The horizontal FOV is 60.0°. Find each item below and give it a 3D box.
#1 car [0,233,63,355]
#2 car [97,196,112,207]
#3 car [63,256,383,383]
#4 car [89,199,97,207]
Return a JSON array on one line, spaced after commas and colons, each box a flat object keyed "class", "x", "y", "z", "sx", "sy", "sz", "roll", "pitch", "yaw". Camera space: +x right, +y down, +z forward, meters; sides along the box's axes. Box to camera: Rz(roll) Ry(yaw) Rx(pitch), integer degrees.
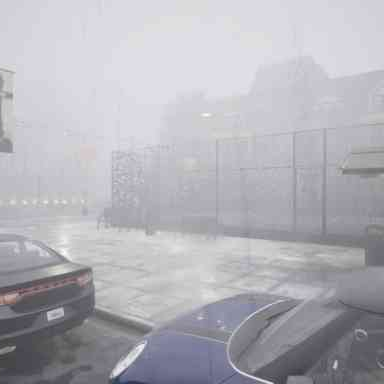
[{"class": "car", "x": -3.844, "y": 1.480, "z": 5.864, "sx": 5.008, "sy": 1.535, "sz": 2.097, "roll": 0, "pitch": 0, "yaw": 35}, {"class": "car", "x": -11.047, "y": 1.353, "z": 48.928, "sx": 2.097, "sy": 1.767, "sz": 4.553, "roll": 0, "pitch": 0, "yaw": 35}, {"class": "car", "x": 1.474, "y": 1.354, "z": 2.256, "sx": 4.553, "sy": 1.767, "sz": 2.185, "roll": 0, "pitch": 0, "yaw": 35}, {"class": "car", "x": -13.601, "y": 1.353, "z": 51.374, "sx": 2.097, "sy": 1.767, "sz": 4.553, "roll": 0, "pitch": 0, "yaw": 35}]
